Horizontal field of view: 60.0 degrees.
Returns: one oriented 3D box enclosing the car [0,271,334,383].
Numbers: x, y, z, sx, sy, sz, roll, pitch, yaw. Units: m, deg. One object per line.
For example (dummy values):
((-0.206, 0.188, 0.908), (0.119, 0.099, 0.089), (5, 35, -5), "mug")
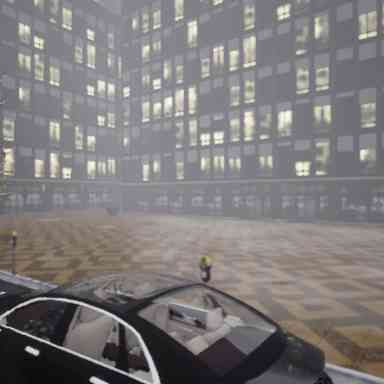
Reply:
((-0.888, 1.548, 3.474), (4.403, 1.369, 2.008), (0, 0, 36), "car")
